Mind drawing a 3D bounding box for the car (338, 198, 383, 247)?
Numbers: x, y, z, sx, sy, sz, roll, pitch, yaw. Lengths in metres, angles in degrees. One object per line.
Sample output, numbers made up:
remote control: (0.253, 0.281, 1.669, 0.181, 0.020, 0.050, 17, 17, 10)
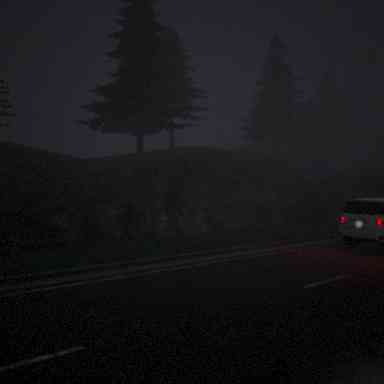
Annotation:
car: (8.448, 1.269, 14.085, 5.566, 2.045, 2.150, 0, 0, -36)
